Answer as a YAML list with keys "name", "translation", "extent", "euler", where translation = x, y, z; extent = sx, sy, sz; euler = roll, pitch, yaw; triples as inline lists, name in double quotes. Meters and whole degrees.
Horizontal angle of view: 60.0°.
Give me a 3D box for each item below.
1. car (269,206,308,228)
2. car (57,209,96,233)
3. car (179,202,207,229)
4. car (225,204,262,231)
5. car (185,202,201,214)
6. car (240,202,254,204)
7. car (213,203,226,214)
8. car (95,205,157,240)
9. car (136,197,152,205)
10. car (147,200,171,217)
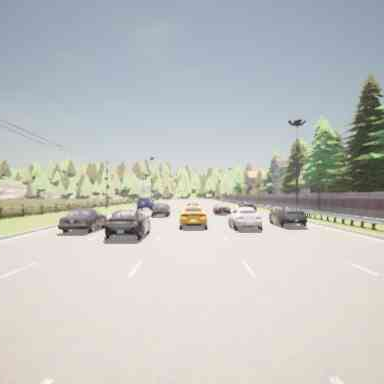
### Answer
- name: "car"
  translation: [7.103, 1.776, 24.971]
  extent: [2.128, 1.511, 4.902]
  euler: [0, -1, 0]
- name: "car"
  translation: [-6.897, 1.796, 21.590]
  extent: [2.033, 1.411, 5.357]
  euler: [0, -1, 0]
- name: "car"
  translation: [0.102, 1.754, 24.206]
  extent: [1.882, 1.535, 5.008]
  euler: [0, -1, 0]
- name: "car"
  translation: [3.602, 1.786, 22.849]
  extent: [1.812, 1.442, 4.674]
  euler: [0, -1, 0]
- name: "car"
  translation: [0.104, 2.065, 43.934]
  extent: [1.994, 1.385, 4.181]
  euler: [0, -1, 0]
- name: "car"
  translation: [7.104, 1.985, 43.294]
  extent: [2.128, 1.511, 4.902]
  euler: [0, -1, 0]
- name: "car"
  translation: [3.604, 2.071, 41.309]
  extent: [1.895, 1.301, 4.718]
  euler: [0, -1, 0]
- name: "car"
  translation: [-3.398, 1.701, 18.195]
  extent: [2.128, 1.511, 4.902]
  euler: [0, -1, 0]
- name: "car"
  translation: [-6.995, 1.795, 50.201]
  extent: [2.150, 2.045, 5.566]
  euler: [0, -1, 0]
- name: "car"
  translation: [-3.397, 1.972, 37.150]
  extent: [2.033, 1.411, 5.357]
  euler: [0, -1, 0]
